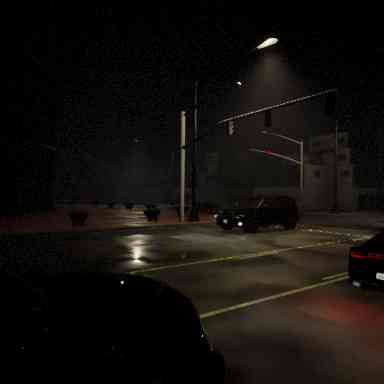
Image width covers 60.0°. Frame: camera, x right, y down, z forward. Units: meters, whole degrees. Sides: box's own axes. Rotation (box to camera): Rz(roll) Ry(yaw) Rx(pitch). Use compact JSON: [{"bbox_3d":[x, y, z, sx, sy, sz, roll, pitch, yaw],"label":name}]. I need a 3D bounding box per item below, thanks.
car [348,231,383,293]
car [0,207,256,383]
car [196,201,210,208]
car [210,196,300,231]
[{"bbox_3d":[5.718,1.498,7.862,5.008,1.535,1.882,0,0,-35],"label":"car"},{"bbox_3d":[-2.361,1.222,2.060,5.566,2.045,2.150,0,0,-36],"label":"car"},{"bbox_3d":[1.757,1.656,36.105,1.994,1.385,4.181,1,-1,-35],"label":"car"},{"bbox_3d":[4.069,1.263,19.793,5.566,2.045,2.150,0,0,-35],"label":"car"}]
